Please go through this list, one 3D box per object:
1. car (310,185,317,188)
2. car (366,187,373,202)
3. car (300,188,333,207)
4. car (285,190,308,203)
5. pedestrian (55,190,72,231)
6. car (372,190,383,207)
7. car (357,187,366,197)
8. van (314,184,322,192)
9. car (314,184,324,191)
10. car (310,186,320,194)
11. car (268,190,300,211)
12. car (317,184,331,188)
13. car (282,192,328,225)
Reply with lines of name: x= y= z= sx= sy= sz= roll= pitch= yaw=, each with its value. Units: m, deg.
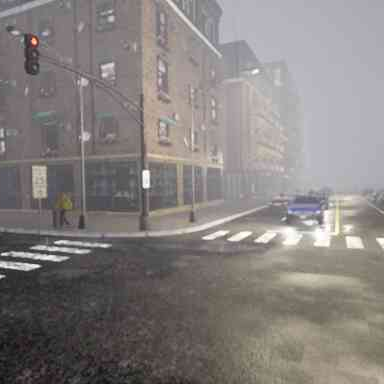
car: x=18.777 y=-0.018 z=53.507 sx=1.752 sy=1.417 sz=4.829 roll=-1 pitch=1 yaw=24
car: x=19.695 y=0.445 z=34.665 sx=2.008 sy=1.369 sz=4.403 roll=-1 pitch=1 yaw=24
car: x=10.758 y=0.640 z=28.576 sx=2.128 sy=1.511 sz=4.902 roll=0 pitch=2 yaw=24
car: x=12.010 y=0.457 z=38.007 sx=2.008 sy=1.369 sz=4.403 roll=-1 pitch=1 yaw=24
pedestrian: x=-5.691 y=0.757 z=14.788 sx=0.375 sy=1.860 sz=0.375 roll=0 pitch=2 yaw=23
car: x=17.416 y=0.629 z=29.446 sx=1.802 sy=1.307 sz=4.206 roll=-1 pitch=1 yaw=24
car: x=26.531 y=-0.009 z=50.321 sx=2.008 sy=1.369 sz=4.403 roll=-1 pitch=1 yaw=24
van: x=30.235 y=-0.949 z=79.754 sx=1.690 sy=1.788 sz=3.998 roll=-1 pitch=1 yaw=24
car: x=32.512 y=-1.122 z=84.971 sx=2.192 sy=1.841 sz=5.009 roll=-1 pitch=1 yaw=24
car: x=25.613 y=-0.466 z=69.163 sx=1.752 sy=1.417 sz=4.829 roll=-1 pitch=1 yaw=24
car: x=7.452 y=0.763 z=27.569 sx=2.008 sy=1.369 sz=4.403 roll=-1 pitch=1 yaw=24
car: x=20.910 y=-0.005 z=51.652 sx=1.882 sy=1.535 sz=5.008 roll=0 pitch=1 yaw=24
car: x=6.592 y=0.954 z=19.101 sx=1.812 sy=1.442 sz=4.674 roll=0 pitch=2 yaw=24
